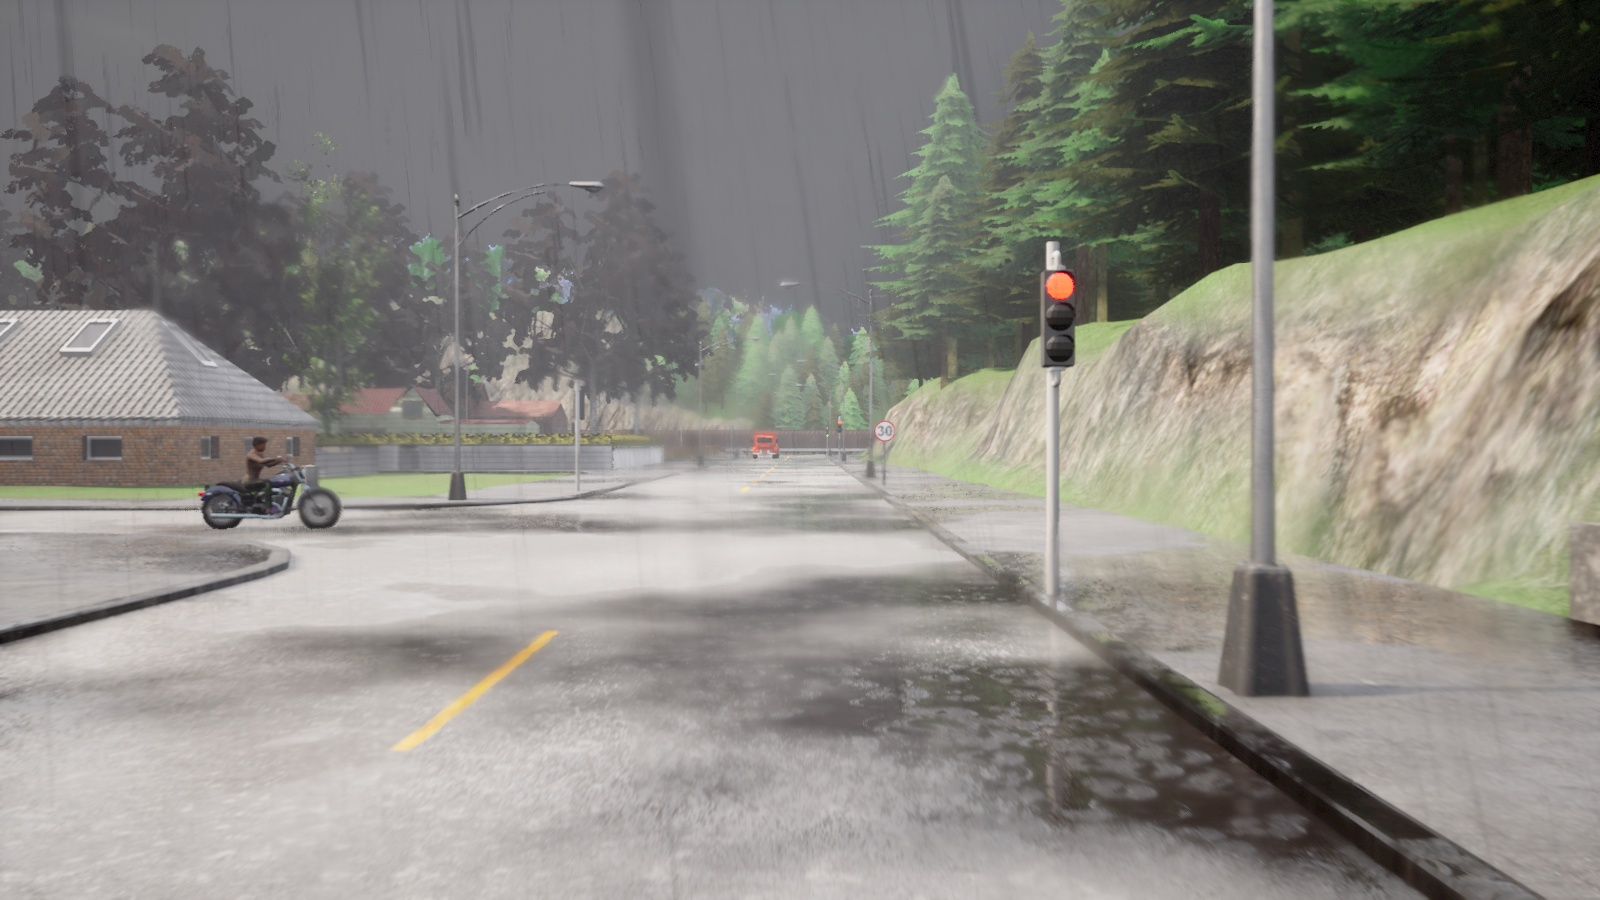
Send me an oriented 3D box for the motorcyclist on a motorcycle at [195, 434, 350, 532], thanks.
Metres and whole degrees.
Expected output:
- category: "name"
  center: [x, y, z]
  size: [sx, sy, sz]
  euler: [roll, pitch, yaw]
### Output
- category: "motorcyclist on a motorcycle"
  center: [-9.109, 0.567, 21.779]
  size: [2.350, 1.649, 0.766]
  euler: [0, 0, -6]
